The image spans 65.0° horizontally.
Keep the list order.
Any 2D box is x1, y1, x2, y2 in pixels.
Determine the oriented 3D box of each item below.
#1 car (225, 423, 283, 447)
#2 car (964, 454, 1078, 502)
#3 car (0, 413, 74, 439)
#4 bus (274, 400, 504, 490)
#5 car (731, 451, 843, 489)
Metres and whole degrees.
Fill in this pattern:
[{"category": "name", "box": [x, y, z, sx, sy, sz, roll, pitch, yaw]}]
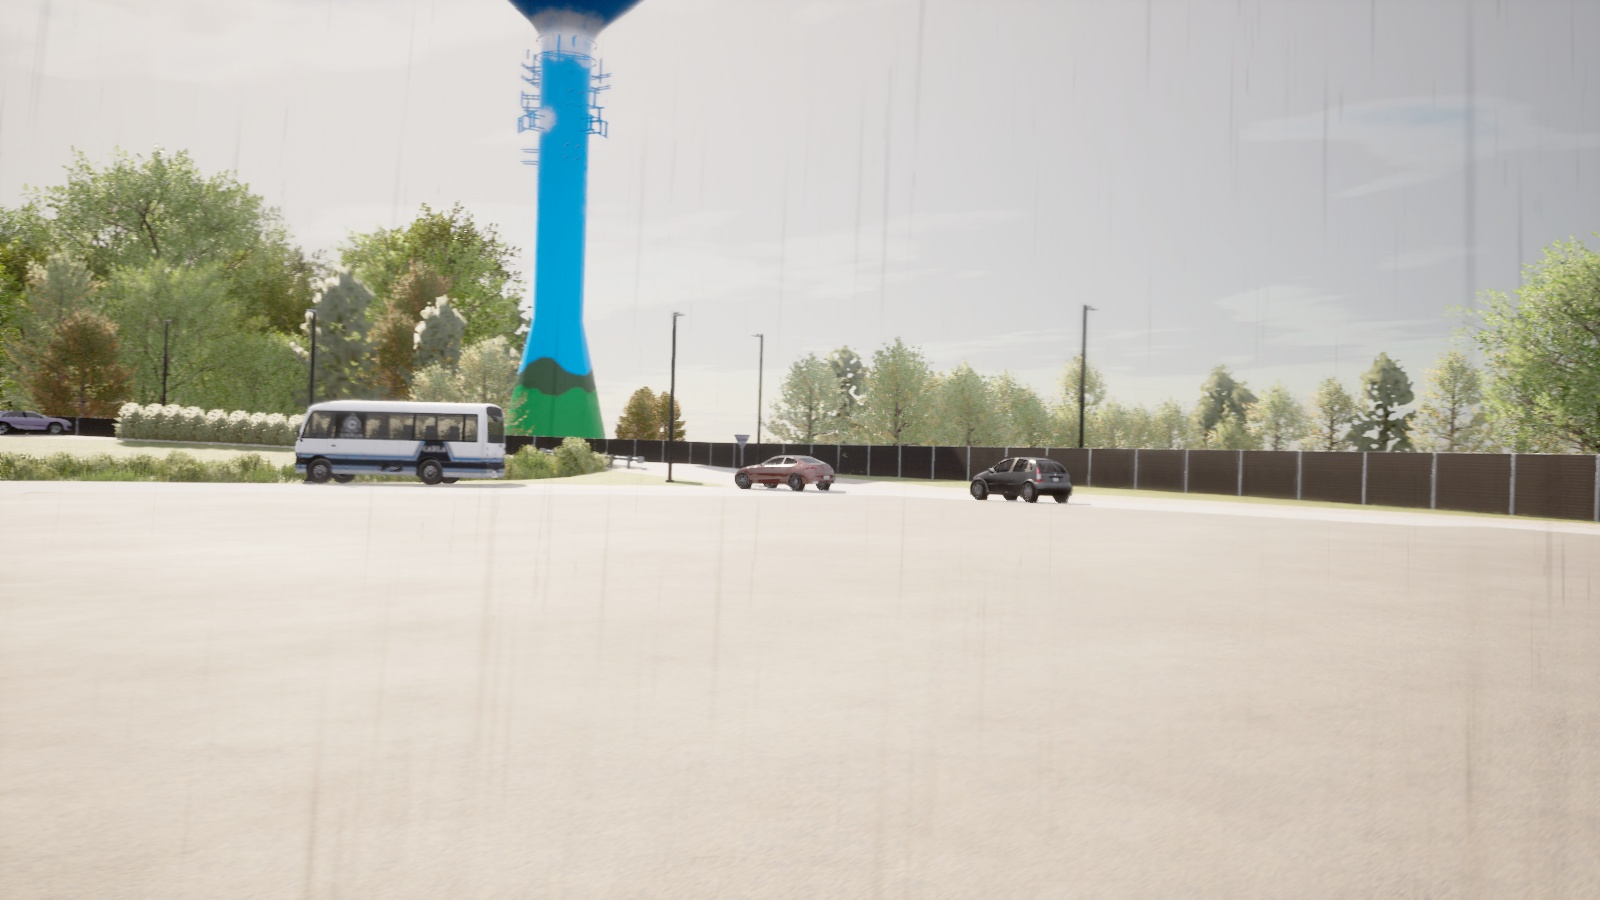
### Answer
[{"category": "car", "box": [-38.734, -1.039, 89.133, 3.705, 1.549, 1.789, 3, -1, -23]}, {"category": "car", "box": [7.925, 0.994, 45.357, 1.851, 1.617, 3.988, 2, -1, -32]}, {"category": "car", "box": [-50.558, -1.584, 82.570, 4.856, 1.649, 2.033, -1, 1, -30]}, {"category": "bus", "box": [-20.701, -0.239, 63.722, 10.273, 4.253, 3.944, 1, 0, 4]}, {"category": "car", "box": [-0.651, 0.903, 58.260, 5.027, 1.651, 2.152, 1, 1, 41]}]
